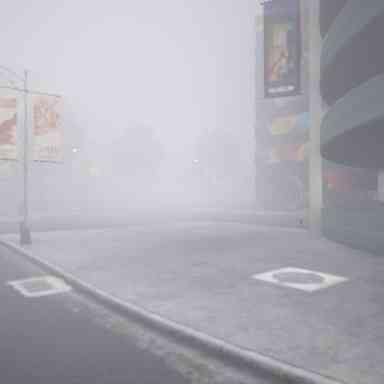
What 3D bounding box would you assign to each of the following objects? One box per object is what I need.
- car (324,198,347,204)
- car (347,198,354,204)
[{"bbox_3d":[16.162,1.563,39.891,4.674,1.452,2.002,0,-1,-39],"label":"car"},{"bbox_3d":[22.978,1.717,50.813,4.786,1.482,2.161,0,-1,-39],"label":"car"}]
